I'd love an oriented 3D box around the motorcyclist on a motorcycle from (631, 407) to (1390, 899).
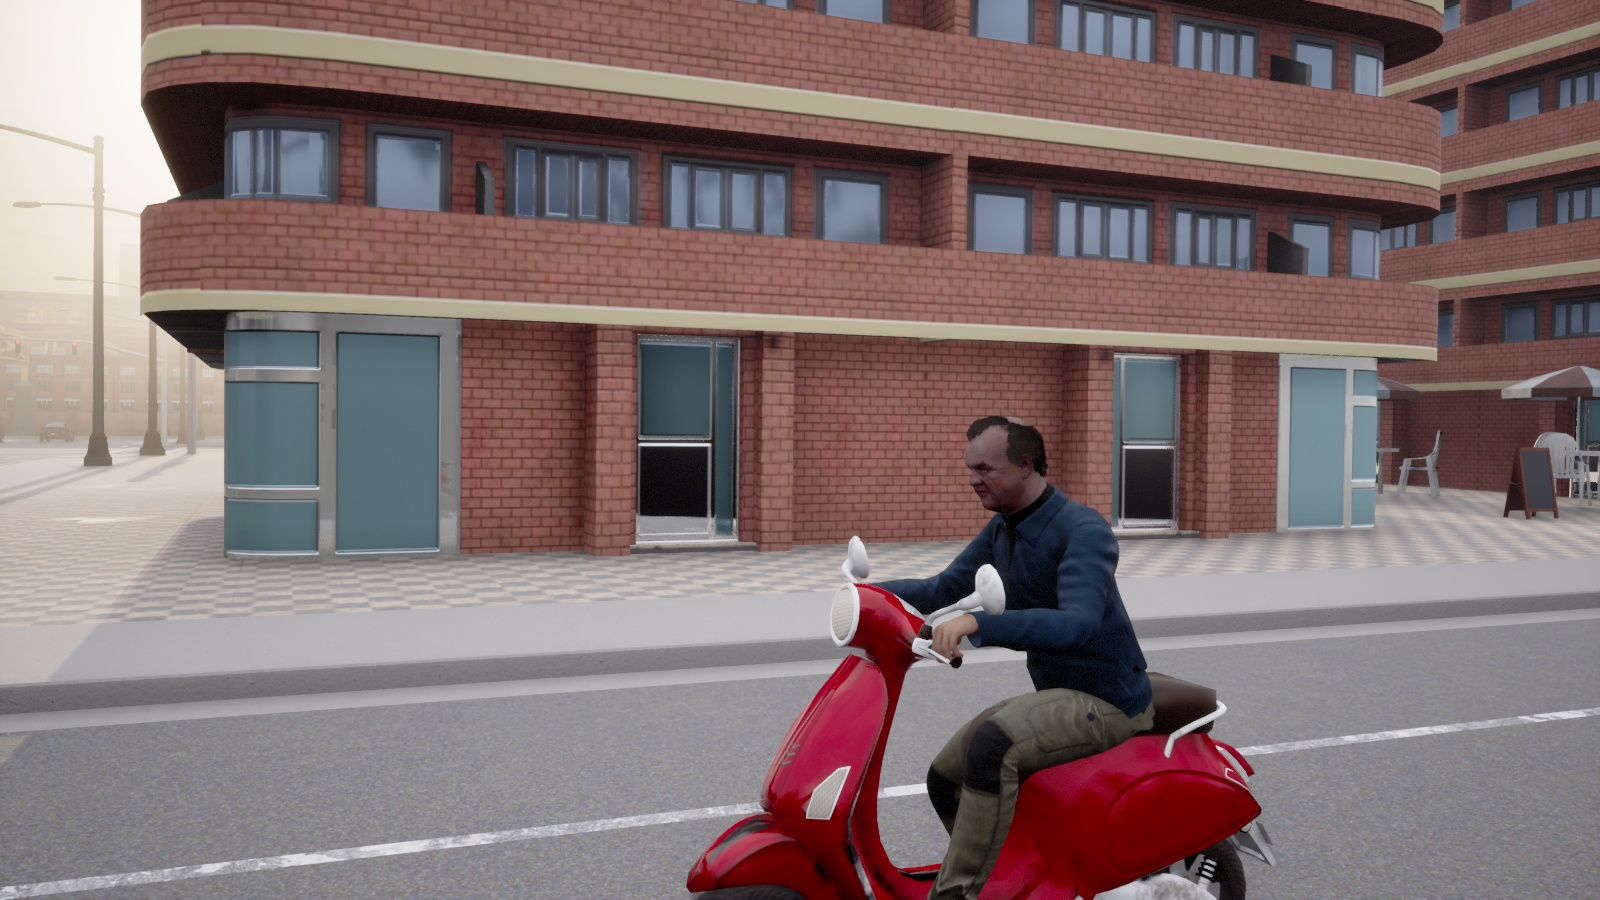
[{"bbox_3d":[0.546,0.691,3.382,1.817,1.590,0.866,-1,1,-21],"label":"motorcyclist on a motorcycle"}]
